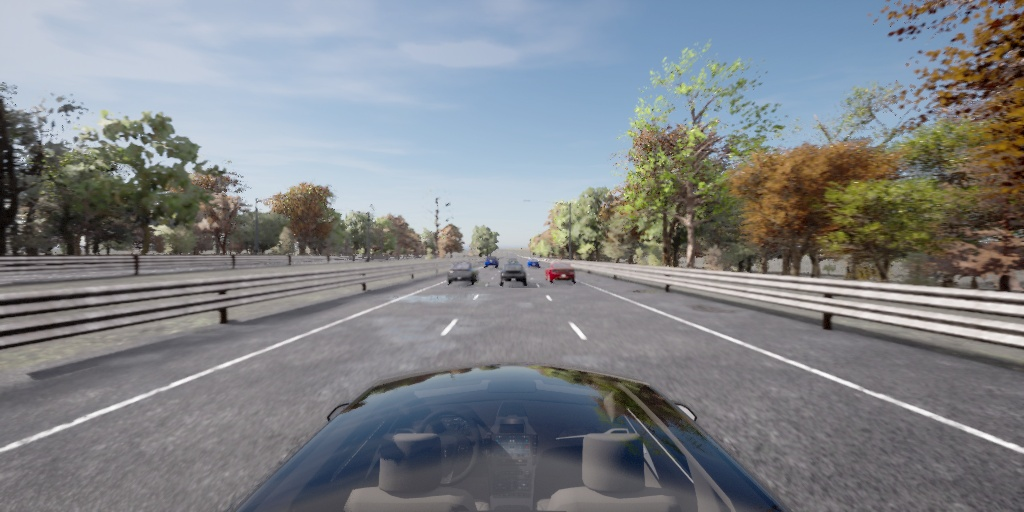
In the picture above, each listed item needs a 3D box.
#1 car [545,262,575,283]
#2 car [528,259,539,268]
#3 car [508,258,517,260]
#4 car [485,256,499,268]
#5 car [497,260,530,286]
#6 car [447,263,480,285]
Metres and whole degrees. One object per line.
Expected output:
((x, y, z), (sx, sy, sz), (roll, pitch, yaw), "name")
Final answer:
((3.603, 1.226, 27.513), (1.882, 1.535, 5.008), (0, 0, 0), "car")
((3.624, 1.224, 61.821), (1.882, 1.535, 5.008), (0, 0, 0), "car")
((0.123, 1.099, 60.604), (2.097, 1.767, 4.553), (0, 0, 0), "car")
((-3.376, 0.971, 61.011), (2.150, 2.045, 5.566), (0, 0, 0), "car")
((0.099, 1.256, 25.593), (1.837, 1.490, 4.892), (0, 1, 0), "car")
((-3.402, 1.242, 25.727), (2.128, 1.511, 4.902), (0, 0, 0), "car")
